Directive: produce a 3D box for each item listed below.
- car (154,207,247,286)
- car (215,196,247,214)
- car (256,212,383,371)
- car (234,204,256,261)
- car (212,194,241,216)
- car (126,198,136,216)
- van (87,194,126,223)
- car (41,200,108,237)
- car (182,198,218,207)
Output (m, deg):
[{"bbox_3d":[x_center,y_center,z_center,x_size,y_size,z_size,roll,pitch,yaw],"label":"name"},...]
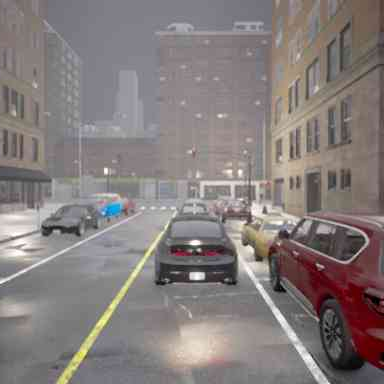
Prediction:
[{"bbox_3d":[0.080,1.367,8.931,1.837,1.490,4.892,0,1,-1],"label":"car"},{"bbox_3d":[2.726,1.111,21.938,1.967,1.590,4.097,1,1,0],"label":"car"},{"bbox_3d":[2.690,1.229,5.489,2.192,1.841,5.009,1,1,0],"label":"car"},{"bbox_3d":[2.701,1.354,11.145,1.752,1.417,4.829,1,1,0],"label":"car"},{"bbox_3d":[2.739,1.032,27.420,1.967,1.590,4.097,1,1,0],"label":"car"},{"bbox_3d":[-5.787,1.135,27.442,1.887,1.381,4.507,1,1,0],"label":"car"},{"bbox_3d":[-5.798,1.012,21.958,1.690,1.788,3.998,1,1,0],"label":"van"},{"bbox_3d":[-5.813,1.316,16.479,1.947,1.339,4.313,1,1,0],"label":"car"},{"bbox_3d":[0.139,1.265,17.256,1.812,1.442,4.674,0,1,0],"label":"car"}]
